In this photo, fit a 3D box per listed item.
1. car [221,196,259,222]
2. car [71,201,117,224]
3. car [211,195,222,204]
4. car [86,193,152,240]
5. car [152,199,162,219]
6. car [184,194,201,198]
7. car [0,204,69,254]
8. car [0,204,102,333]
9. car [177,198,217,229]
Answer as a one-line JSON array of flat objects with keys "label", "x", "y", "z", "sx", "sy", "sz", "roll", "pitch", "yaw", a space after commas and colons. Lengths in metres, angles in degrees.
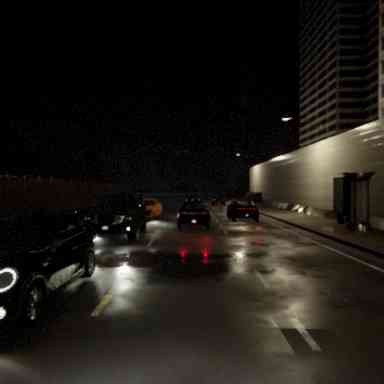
[{"label": "car", "x": 3.613, "y": 1.296, "z": 24.207, "sx": 2.128, "sy": 1.511, "sz": 4.902, "roll": 0, "pitch": 0, "yaw": 0}, {"label": "car", "x": -6.987, "y": 1.403, "z": 24.217, "sx": 1.895, "sy": 1.301, "sz": 4.718, "roll": 0, "pitch": 0, "yaw": 1}, {"label": "car", "x": 3.610, "y": 1.149, "z": 46.471, "sx": 1.812, "sy": 1.442, "sz": 4.674, "roll": 0, "pitch": 1, "yaw": 0}, {"label": "car", "x": -3.553, "y": 1.087, "z": 16.427, "sx": 2.150, "sy": 2.045, "sz": 5.566, "roll": 0, "pitch": 0, "yaw": 0}, {"label": "car", "x": -3.485, "y": 1.261, "z": 26.577, "sx": 1.882, "sy": 1.535, "sz": 5.008, "roll": 0, "pitch": 0, "yaw": 0}, {"label": "car", "x": 0.094, "y": 1.003, "z": 42.995, "sx": 2.097, "sy": 1.767, "sz": 4.553, "roll": 0, "pitch": 0, "yaw": 0}, {"label": "car", "x": -7.072, "y": 1.362, "z": 14.053, "sx": 1.882, "sy": 1.535, "sz": 5.008, "roll": 0, "pitch": 0, "yaw": 0}, {"label": "car", "x": -3.582, "y": 1.296, "z": 6.839, "sx": 2.097, "sy": 1.767, "sz": 4.553, "roll": 0, "pitch": 0, "yaw": 0}, {"label": "car", "x": 0.111, "y": 1.328, "z": 20.145, "sx": 2.128, "sy": 1.511, "sz": 4.902, "roll": 0, "pitch": 0, "yaw": 0}]
